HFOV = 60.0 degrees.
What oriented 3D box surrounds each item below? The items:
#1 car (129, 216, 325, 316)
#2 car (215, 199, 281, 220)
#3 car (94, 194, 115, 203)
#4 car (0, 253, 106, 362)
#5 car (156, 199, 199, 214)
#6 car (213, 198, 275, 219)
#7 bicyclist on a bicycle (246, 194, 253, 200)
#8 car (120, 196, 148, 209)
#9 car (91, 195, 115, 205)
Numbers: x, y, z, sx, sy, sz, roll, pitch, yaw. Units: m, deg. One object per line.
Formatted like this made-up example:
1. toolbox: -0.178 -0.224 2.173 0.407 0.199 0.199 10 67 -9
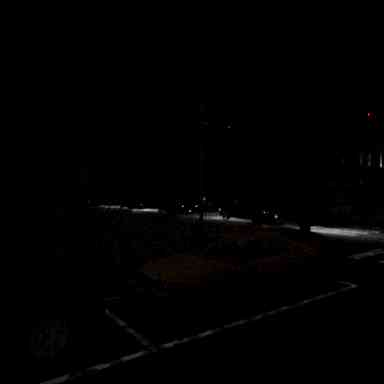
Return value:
1. car: 1.020 1.505 7.481 4.829 1.417 1.752 0 1 -35
2. car: 3.915 1.270 22.975 2.128 1.511 4.902 0 0 -35
3. car: -14.378 1.066 54.507 1.895 1.301 4.718 0 0 -35
4. car: -3.422 1.546 4.315 4.507 1.381 1.887 0 1 -35
5. car: -1.419 1.295 30.554 1.895 1.301 4.718 0 0 -35
6. car: 4.219 1.309 28.118 2.033 1.411 5.357 0 0 -35
7. bicyclist on a bicycle: 5.412 1.060 31.689 1.656 1.620 0.582 0 0 -35
8. car: -6.637 1.176 37.982 1.994 1.385 4.181 0 0 -35
9. car: -12.335 1.121 46.120 1.895 1.301 4.718 0 0 -35
